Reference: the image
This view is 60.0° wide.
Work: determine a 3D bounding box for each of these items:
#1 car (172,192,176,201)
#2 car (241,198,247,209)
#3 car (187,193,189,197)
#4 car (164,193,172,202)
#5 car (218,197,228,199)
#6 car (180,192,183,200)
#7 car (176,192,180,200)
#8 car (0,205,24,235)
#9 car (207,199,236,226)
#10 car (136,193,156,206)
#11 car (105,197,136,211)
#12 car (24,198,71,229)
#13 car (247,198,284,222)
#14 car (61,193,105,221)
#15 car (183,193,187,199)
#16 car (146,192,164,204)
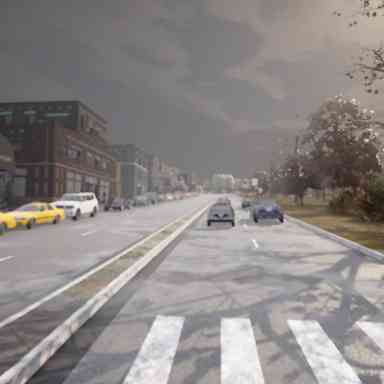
[{"bbox_3d":[-5.202,1.223,70.517,1.946,1.575,5.366,0,0,6],"label":"car"},{"bbox_3d":[7.305,1.450,42.615,1.895,1.301,4.718,0,0,6],"label":"car"},{"bbox_3d":[-3.049,1.154,92.829,2.231,1.521,4.892,0,0,6],"label":"car"},{"bbox_3d":[-5.917,1.250,63.682,2.231,1.521,4.892,0,0,6],"label":"car"},{"bbox_3d":[4.061,1.405,42.946,2.033,1.411,5.357,0,0,6],"label":"car"},{"bbox_3d":[-4.140,1.187,81.516,1.946,1.575,5.366,0,0,6],"label":"car"},{"bbox_3d":[-4.650,1.082,76.232,2.185,1.767,4.553,0,0,6],"label":"car"},{"bbox_3d":[-10.512,1.403,15.522,1.946,1.575,5.366,0,0,6],"label":"car"},{"bbox_3d":[2.010,1.476,22.828,2.033,1.411,5.357,0,0,6],"label":"car"},{"bbox_3d":[-7.294,1.298,48.835,2.231,1.521,4.892,0,0,5],"label":"car"},{"bbox_3d":[-8.364,1.362,37.798,2.163,1.488,4.792,0,0,6],"label":"car"},{"bbox_3d":[-9.981,1.385,21.021,1.946,1.575,5.366,0,0,6],"label":"car"},{"bbox_3d":[5.548,1.262,25.167,2.097,1.767,4.553,0,0,6],"label":"car"},{"bbox_3d":[-9.420,1.117,26.802,2.435,2.045,5.566,0,0,5],"label":"car"},{"bbox_3d":[-3.595,0.921,87.171,2.435,2.045,5.566,0,0,6],"label":"car"},{"bbox_3d":[-6.768,1.028,54.299,2.435,2.045,5.566,0,0,6],"label":"car"}]
